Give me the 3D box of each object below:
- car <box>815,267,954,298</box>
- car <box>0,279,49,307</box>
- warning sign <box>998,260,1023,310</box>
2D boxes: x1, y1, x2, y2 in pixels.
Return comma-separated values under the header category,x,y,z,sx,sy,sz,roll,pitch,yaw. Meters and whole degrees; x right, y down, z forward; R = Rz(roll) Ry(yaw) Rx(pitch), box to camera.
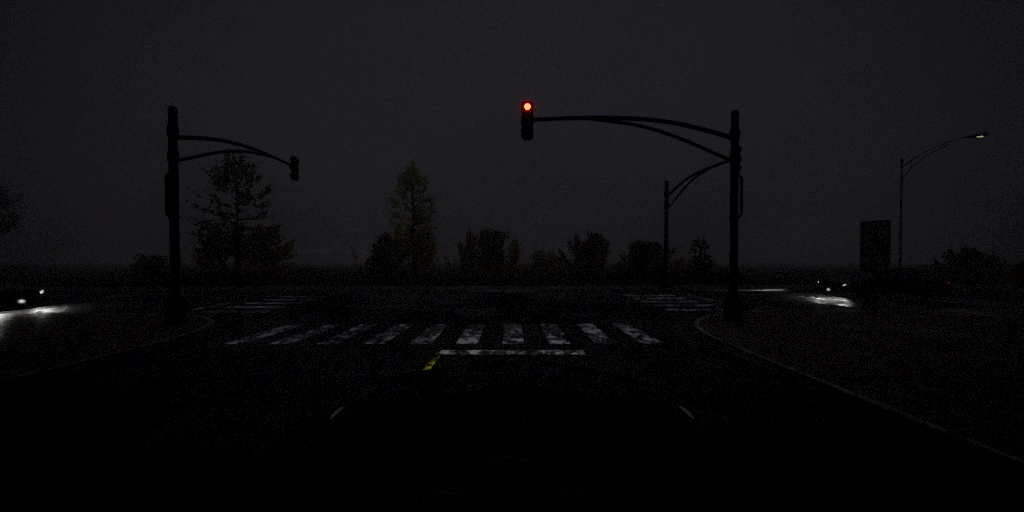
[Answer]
category,x,y,z,sx,sy,sz,roll,pitch,yaw
car,18.112,1.242,17.550,5.357,1.411,2.033,0,1,-1
car,-21.391,1.346,13.665,5.357,1.411,2.033,0,1,-1
warning sign,17.013,0.893,11.719,1.060,1.860,1.300,0,0,-1
